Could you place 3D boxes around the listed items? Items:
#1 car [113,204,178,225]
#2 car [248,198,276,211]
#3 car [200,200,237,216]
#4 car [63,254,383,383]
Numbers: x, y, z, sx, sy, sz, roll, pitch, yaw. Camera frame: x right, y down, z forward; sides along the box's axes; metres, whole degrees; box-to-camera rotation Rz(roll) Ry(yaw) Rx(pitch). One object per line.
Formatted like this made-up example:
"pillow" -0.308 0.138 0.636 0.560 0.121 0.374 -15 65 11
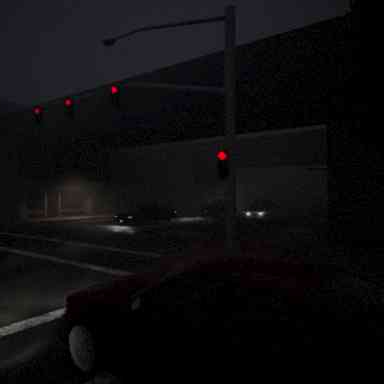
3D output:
"car" -3.317 1.613 25.035 2.033 1.411 5.357 0 0 36
"car" 8.826 1.537 41.772 1.882 1.535 5.008 0 0 36
"car" 2.720 1.554 33.370 2.128 1.511 4.902 0 0 36
"car" 0.499 1.484 3.800 5.008 1.535 1.882 0 0 37
